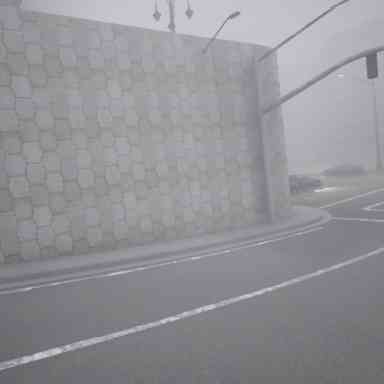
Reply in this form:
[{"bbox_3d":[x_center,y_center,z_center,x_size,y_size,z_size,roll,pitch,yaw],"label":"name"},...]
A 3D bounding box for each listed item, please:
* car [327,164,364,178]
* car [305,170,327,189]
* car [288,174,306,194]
[{"bbox_3d":[17.234,-2.472,37.992,1.994,1.385,4.181,-10,6,-35],"label":"car"},{"bbox_3d":[9.635,-0.903,30.404,1.994,1.385,4.181,-10,6,-34],"label":"car"},{"bbox_3d":[6.814,-0.600,28.342,2.097,1.767,4.553,-10,6,-35],"label":"car"}]
